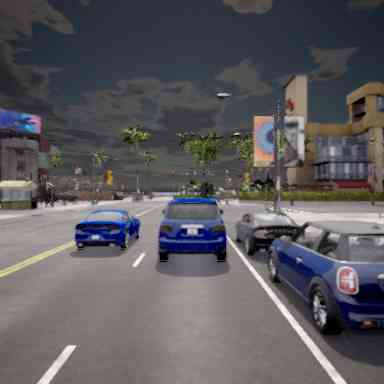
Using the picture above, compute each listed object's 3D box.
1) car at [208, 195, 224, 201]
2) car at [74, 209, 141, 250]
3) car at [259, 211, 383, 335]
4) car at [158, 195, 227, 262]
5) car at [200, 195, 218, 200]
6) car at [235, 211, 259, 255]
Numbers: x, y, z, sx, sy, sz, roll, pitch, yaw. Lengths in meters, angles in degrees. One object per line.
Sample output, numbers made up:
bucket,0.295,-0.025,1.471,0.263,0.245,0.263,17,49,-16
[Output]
car,6.439,1.576,89.421,4.181,1.385,1.994,0,0,-43
car,-3.448,1.481,14.425,1.882,1.535,5.008,0,0,0
car,3.039,1.356,6.914,2.185,1.767,4.553,0,0,0
car,0.033,1.227,12.313,2.150,2.045,5.566,0,0,0
car,4.748,1.502,92.614,5.008,1.535,1.882,0,0,-43
car,2.899,1.483,13.339,2.097,1.535,5.008,0,0,0
